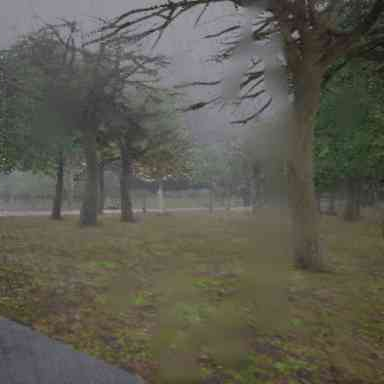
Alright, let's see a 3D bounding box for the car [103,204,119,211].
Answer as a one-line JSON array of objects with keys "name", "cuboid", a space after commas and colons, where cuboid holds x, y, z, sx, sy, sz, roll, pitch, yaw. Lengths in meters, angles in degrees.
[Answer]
[{"name": "car", "cuboid": [-21.018, 3.865, 85.243, 2.097, 1.767, 4.553, 0, -1, 36]}]
